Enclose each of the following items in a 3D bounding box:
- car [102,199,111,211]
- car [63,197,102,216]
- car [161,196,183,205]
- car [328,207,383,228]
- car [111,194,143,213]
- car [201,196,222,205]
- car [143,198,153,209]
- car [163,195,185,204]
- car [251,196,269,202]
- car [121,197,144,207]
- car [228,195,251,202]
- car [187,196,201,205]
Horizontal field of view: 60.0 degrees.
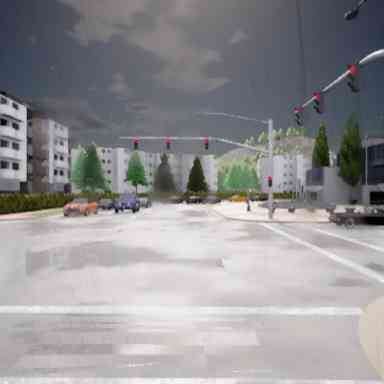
[{"bbox_3d":[-10.592,1.549,41.327,2.033,1.411,5.357,0,0,0],"label":"car"},{"bbox_3d":[-10.576,1.353,31.855,2.097,1.767,4.553,0,0,1],"label":"car"},{"bbox_3d":[-3.726,1.603,59.369,1.895,1.301,4.718,0,0,23],"label":"car"},{"bbox_3d":[11.275,1.602,21.184,4.718,1.301,1.895,0,0,3],"label":"car"},{"bbox_3d":[-7.155,1.223,37.156,2.150,2.045,5.566,0,0,-3],"label":"car"},{"bbox_3d":[3.883,1.507,58.986,1.837,1.490,4.892,-1,0,24],"label":"car"},{"bbox_3d":[-6.762,1.528,46.660,1.812,1.442,4.674,0,0,5],"label":"car"},{"bbox_3d":[-3.631,1.495,67.575,2.128,1.511,4.902,0,0,30],"label":"car"},{"bbox_3d":[14.874,1.528,73.013,4.902,1.511,2.128,0,0,-36],"label":"car"},{"bbox_3d":[-9.368,1.528,52.837,1.812,1.442,4.674,0,0,13],"label":"car"},{"bbox_3d":[10.210,1.481,73.672,5.008,1.535,1.882,0,0,-40],"label":"car"},{"bbox_3d":[0.724,1.480,60.445,1.882,1.535,5.008,0,0,24],"label":"car"}]
